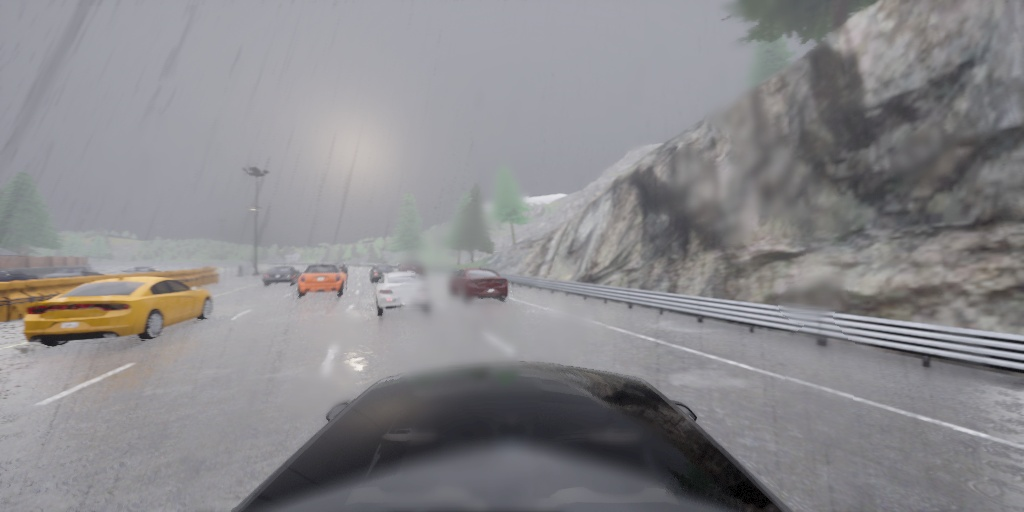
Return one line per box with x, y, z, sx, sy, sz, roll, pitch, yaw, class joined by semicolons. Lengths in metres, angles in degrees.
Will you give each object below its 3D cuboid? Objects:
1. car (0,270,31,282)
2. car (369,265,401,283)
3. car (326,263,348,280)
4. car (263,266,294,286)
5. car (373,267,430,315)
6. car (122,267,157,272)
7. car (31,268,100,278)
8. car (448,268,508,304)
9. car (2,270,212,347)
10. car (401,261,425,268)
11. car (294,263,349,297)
-35.606;1.640;24.631;1.895;1.301;4.718;0;0;-26;car
-10.761;1.445;29.705;2.033;1.411;5.357;0;0;-24;car
-17.451;1.461;35.675;1.837;1.490;4.892;0;0;-27;car
-17.282;1.479;27.164;2.033;1.411;5.357;0;0;-24;car
-4.358;1.338;14.076;1.812;1.442;4.674;0;0;-21;car
-29.986;1.580;28.966;1.994;1.385;4.181;0;0;-27;car
-32.848;1.592;26.874;1.994;1.385;4.181;0;0;-27;car
-1.745;1.282;17.017;1.882;1.535;5.008;0;0;-21;car
-10.258;1.315;9.910;1.882;1.535;5.008;0;0;-21;car
-10.383;1.268;37.113;2.097;1.767;4.553;0;0;-26;car
-10.546;1.220;20.219;2.097;1.767;4.553;0;0;-22;car
